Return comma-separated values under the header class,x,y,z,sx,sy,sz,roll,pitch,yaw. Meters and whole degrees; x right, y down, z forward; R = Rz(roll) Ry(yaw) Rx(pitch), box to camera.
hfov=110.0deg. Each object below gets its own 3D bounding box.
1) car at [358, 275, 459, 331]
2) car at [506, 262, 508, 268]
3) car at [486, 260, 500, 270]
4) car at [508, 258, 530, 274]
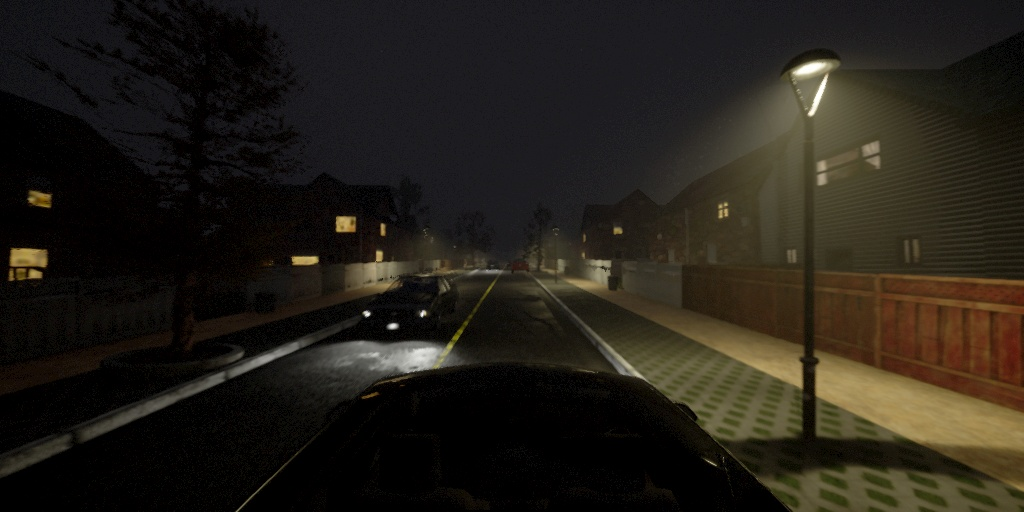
class,x,y,z,sx,sy,sz,roll,pitch,yaw
car,-2.849,1.304,11.246,2.033,1.411,5.357,0,0,0
car,0.004,1.358,61.241,2.033,1.411,5.357,0,0,0
car,-2.802,1.290,54.127,2.128,1.511,4.902,0,0,0
car,0.925,1.083,42.496,2.097,1.767,4.553,-3,-1,0
